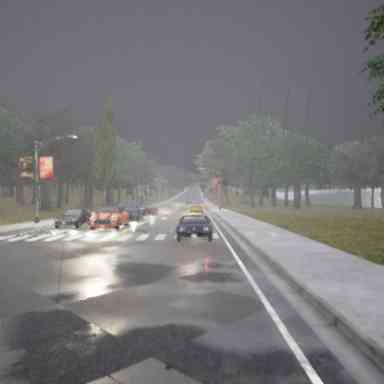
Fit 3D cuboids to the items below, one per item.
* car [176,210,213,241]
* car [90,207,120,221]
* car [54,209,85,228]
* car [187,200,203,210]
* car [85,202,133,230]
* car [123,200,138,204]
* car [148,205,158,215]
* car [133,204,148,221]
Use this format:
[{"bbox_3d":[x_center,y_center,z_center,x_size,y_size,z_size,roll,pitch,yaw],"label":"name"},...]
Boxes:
[{"bbox_3d":[0.154,1.947,19.029,1.895,1.301,4.718,-1,-1,1],"label":"car"},{"bbox_3d":[-9.378,2.349,36.254,1.895,1.301,4.718,-1,-1,2],"label":"car"},{"bbox_3d":[-9.516,2.102,27.150,1.812,1.442,4.674,-1,-1,2],"label":"car"},{"bbox_3d":[0.652,2.440,50.239,1.882,1.535,5.008,-1,-1,1],"label":"car"},{"bbox_3d":[-6.295,1.871,25.698,2.097,1.767,4.553,-1,-1,1],"label":"car"},{"bbox_3d":[-9.161,2.241,48.770,2.150,2.045,5.566,-1,-1,2],"label":"car"},{"bbox_3d":[-5.954,2.540,46.597,1.895,1.301,4.718,-1,-1,2],"label":"car"},{"bbox_3d":[-6.166,2.243,34.335,1.994,1.385,4.181,-1,-1,2],"label":"car"}]
